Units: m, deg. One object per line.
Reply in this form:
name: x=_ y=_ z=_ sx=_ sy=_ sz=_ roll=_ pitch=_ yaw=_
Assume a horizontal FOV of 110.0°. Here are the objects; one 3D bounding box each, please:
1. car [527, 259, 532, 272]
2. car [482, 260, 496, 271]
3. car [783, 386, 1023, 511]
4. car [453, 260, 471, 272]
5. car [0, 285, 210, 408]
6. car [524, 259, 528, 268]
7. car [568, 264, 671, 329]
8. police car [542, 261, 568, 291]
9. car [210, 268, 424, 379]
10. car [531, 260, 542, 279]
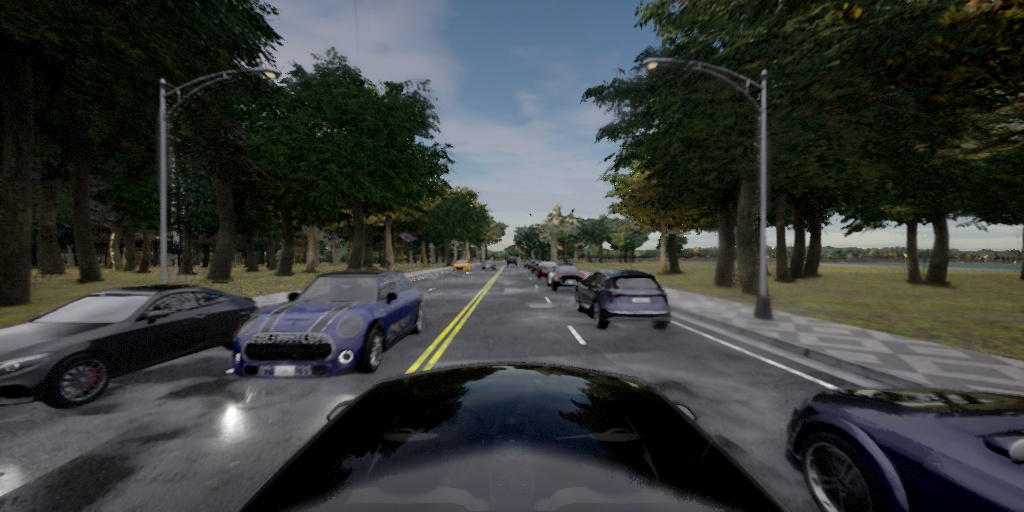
car: x=3.260 y=1.305 z=44.295 sx=1.837 sy=1.490 sz=4.892 roll=0 pitch=0 yaw=0
car: x=-3.298 y=1.310 z=51.628 sx=2.128 sy=1.511 sz=4.902 roll=0 pitch=0 yaw=0
car: x=3.348 y=1.314 z=1.372 sx=1.994 sy=1.385 sz=4.181 roll=0 pitch=0 yaw=0
car: x=-6.568 y=1.286 z=47.522 sx=1.882 sy=1.535 sz=5.008 roll=0 pitch=0 yaw=0
car: x=-6.599 y=1.276 z=6.331 sx=1.812 sy=1.442 sz=4.674 roll=0 pitch=0 yaw=0
car: x=3.262 y=1.332 z=55.296 sx=1.837 sy=1.490 sz=4.892 roll=0 pitch=0 yaw=0
car: x=3.252 y=1.183 z=11.293 sx=2.033 sy=1.649 sz=4.856 roll=0 pitch=0 yaw=0
police car: x=3.255 y=1.266 z=22.294 sx=2.038 sy=1.542 sz=4.974 roll=0 pitch=0 yaw=0
car: x=-3.348 y=1.102 z=7.535 sx=2.097 sy=1.767 sz=4.553 roll=0 pitch=0 yaw=0
car: x=3.257 y=1.281 z=33.324 sx=2.163 sy=1.488 sz=4.792 roll=0 pitch=0 yaw=0
